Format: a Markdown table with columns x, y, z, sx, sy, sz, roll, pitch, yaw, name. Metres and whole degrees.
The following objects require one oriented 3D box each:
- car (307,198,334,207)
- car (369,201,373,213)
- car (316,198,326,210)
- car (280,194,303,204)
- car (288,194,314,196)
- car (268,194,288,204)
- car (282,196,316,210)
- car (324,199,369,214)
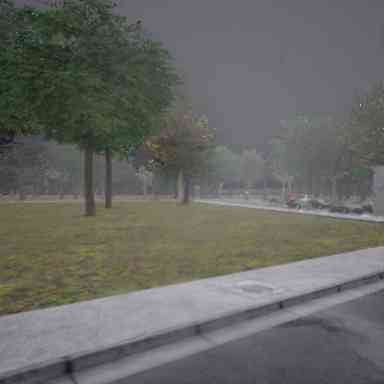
| x | y | z | sx | sy | sz | roll | pitch | yaw | name |
| --- | --- | --- | --- | --- | --- | --- | --- | --- | --- |
| 22.757 | 1.837 | 59.246 | 2.128 | 1.511 | 4.902 | 0 | 0 | -12 | car |
| 20.580 | 1.755 | 37.844 | 1.812 | 1.442 | 4.674 | 0 | 0 | -12 | car |
| 18.400 | 1.740 | 48.015 | 1.882 | 1.535 | 5.008 | 0 | 0 | -12 | car |
| 20.570 | 1.421 | 69.157 | 2.150 | 2.045 | 5.566 | 0 | 0 | -12 | car |
| 19.622 | 1.539 | 58.390 | 2.150 | 2.045 | 5.566 | 0 | 0 | -11 | car |
| 17.397 | 1.693 | 68.441 | 2.128 | 1.511 | 4.902 | 0 | 0 | -12 | car |
| 15.174 | 1.740 | 47.531 | 1.837 | 1.490 | 4.892 | 0 | 0 | -12 | car |
| 17.333 | 1.767 | 37.504 | 1.994 | 1.385 | 4.181 | 0 | 0 | -12 | car |
